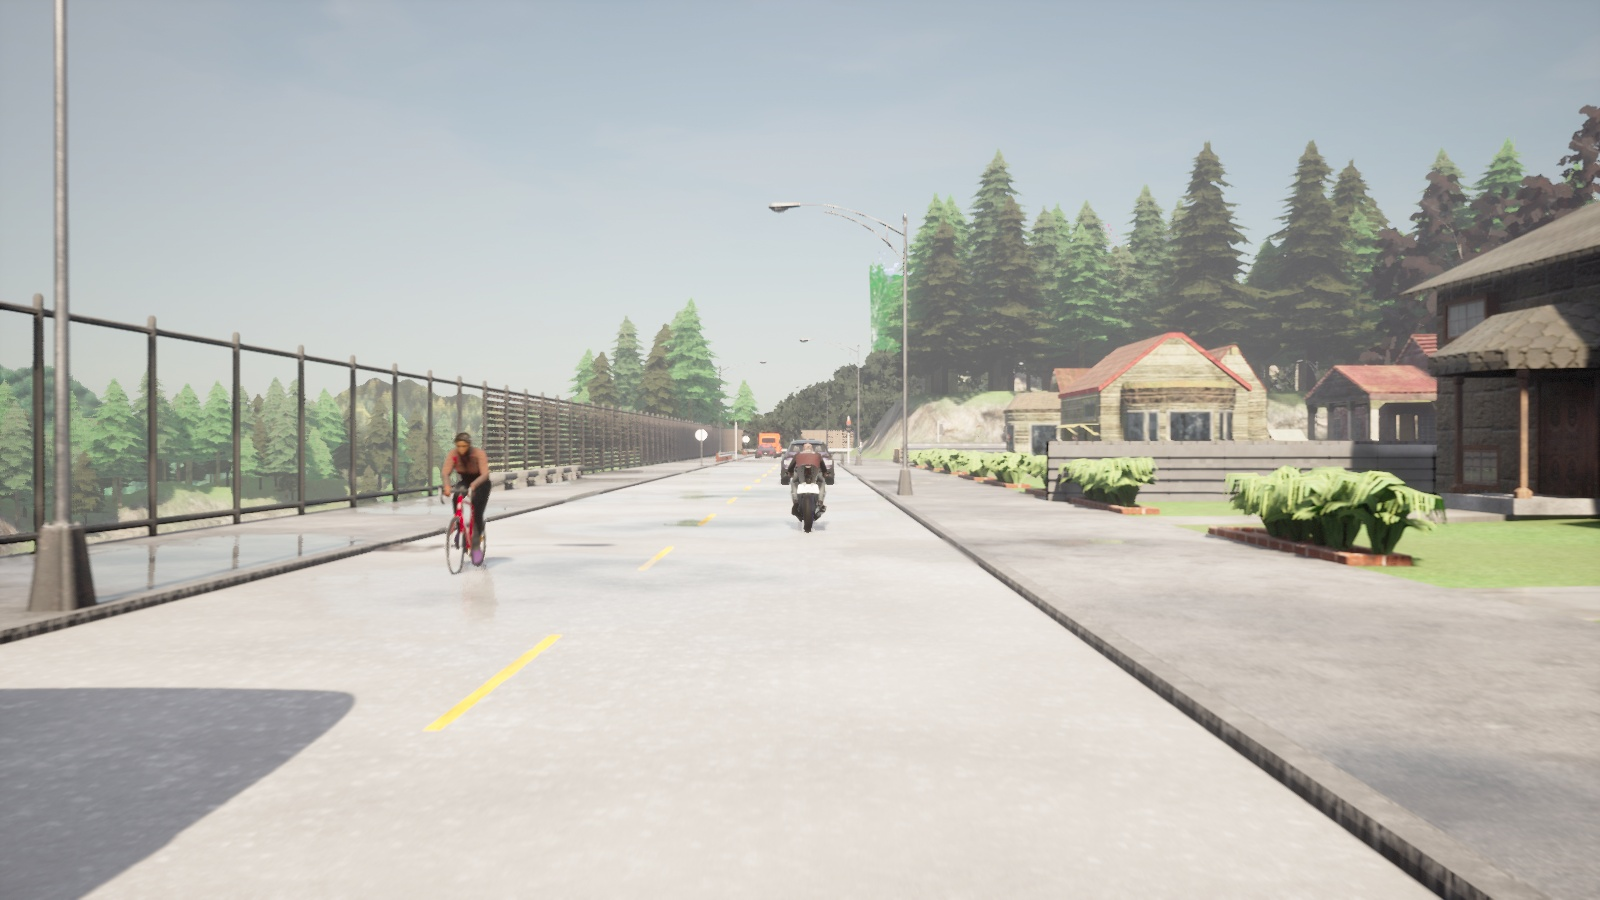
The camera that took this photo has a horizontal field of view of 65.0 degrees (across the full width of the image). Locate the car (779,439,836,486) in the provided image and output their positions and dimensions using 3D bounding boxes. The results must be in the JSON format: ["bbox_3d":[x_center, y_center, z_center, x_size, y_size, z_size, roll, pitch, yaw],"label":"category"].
[{"bbox_3d":[0.281,0.414,46.662,2.033,1.649,4.856,0,0,0],"label":"car"}]

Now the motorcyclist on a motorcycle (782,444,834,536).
[{"bbox_3d":[0.140,0.658,21.926,0.866,1.530,2.191,0,0,0],"label":"motorcyclist on a motorcycle"}]

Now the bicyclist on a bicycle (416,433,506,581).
[{"bbox_3d":[-3.902,0.614,14.557,0.582,1.620,1.656,0,1,0],"label":"bicyclist on a bicycle"}]
